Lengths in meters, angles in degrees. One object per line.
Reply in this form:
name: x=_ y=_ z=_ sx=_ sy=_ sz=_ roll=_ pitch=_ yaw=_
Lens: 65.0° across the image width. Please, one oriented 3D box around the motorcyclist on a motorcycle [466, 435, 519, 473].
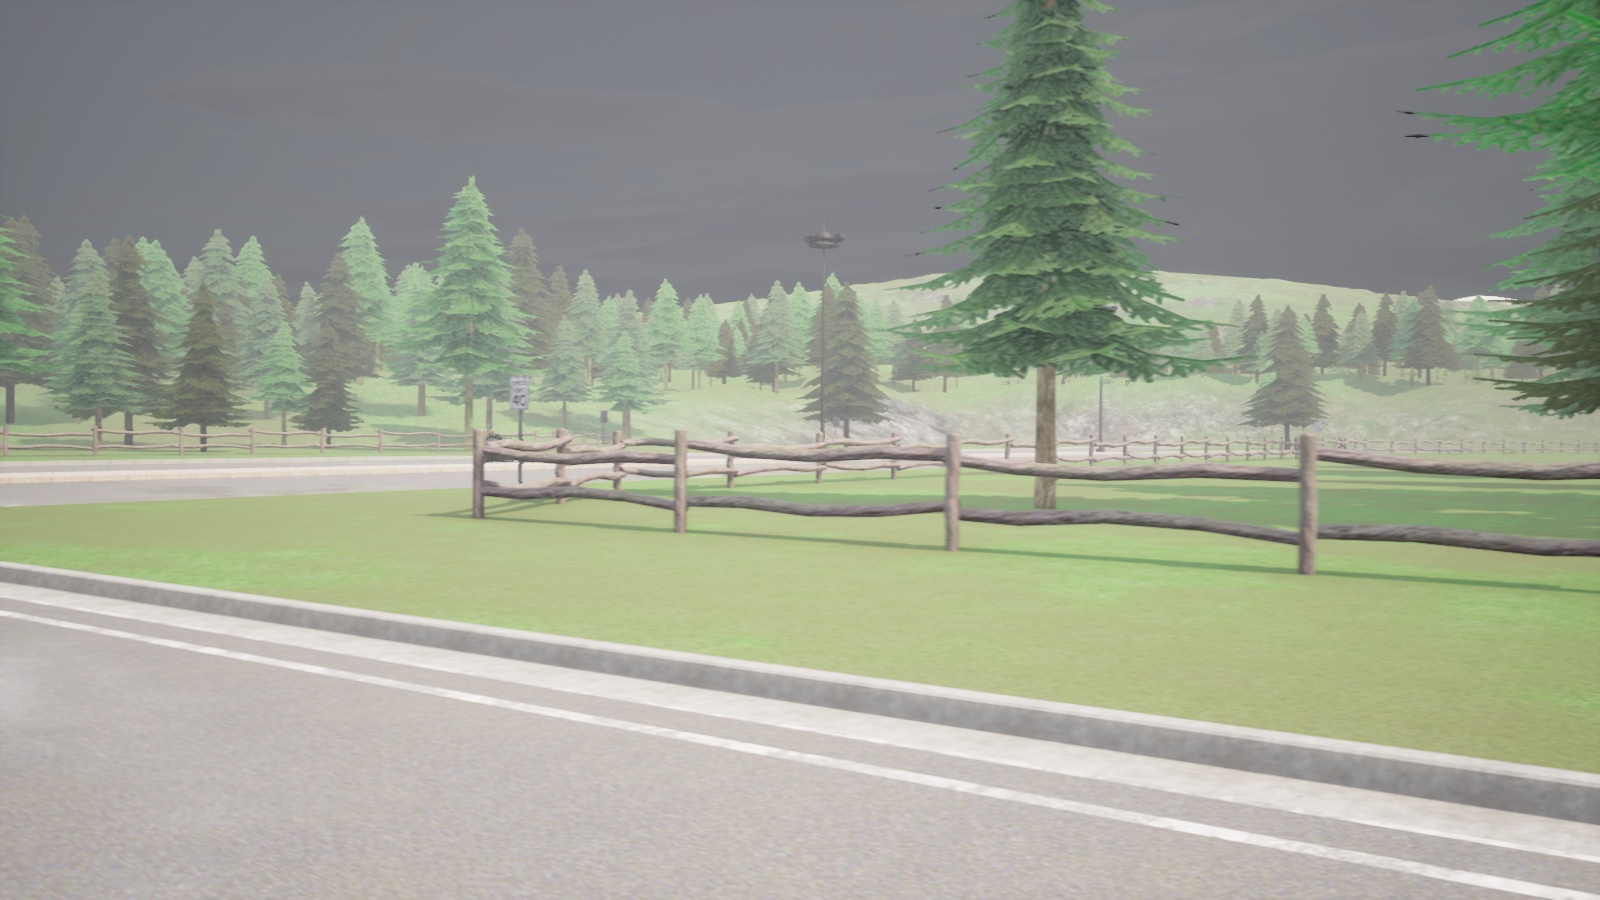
motorcyclist on a motorcycle: x=-13.025 y=0.158 z=53.220 sx=0.866 sy=1.530 sz=2.191 roll=0 pitch=1 yaw=33
